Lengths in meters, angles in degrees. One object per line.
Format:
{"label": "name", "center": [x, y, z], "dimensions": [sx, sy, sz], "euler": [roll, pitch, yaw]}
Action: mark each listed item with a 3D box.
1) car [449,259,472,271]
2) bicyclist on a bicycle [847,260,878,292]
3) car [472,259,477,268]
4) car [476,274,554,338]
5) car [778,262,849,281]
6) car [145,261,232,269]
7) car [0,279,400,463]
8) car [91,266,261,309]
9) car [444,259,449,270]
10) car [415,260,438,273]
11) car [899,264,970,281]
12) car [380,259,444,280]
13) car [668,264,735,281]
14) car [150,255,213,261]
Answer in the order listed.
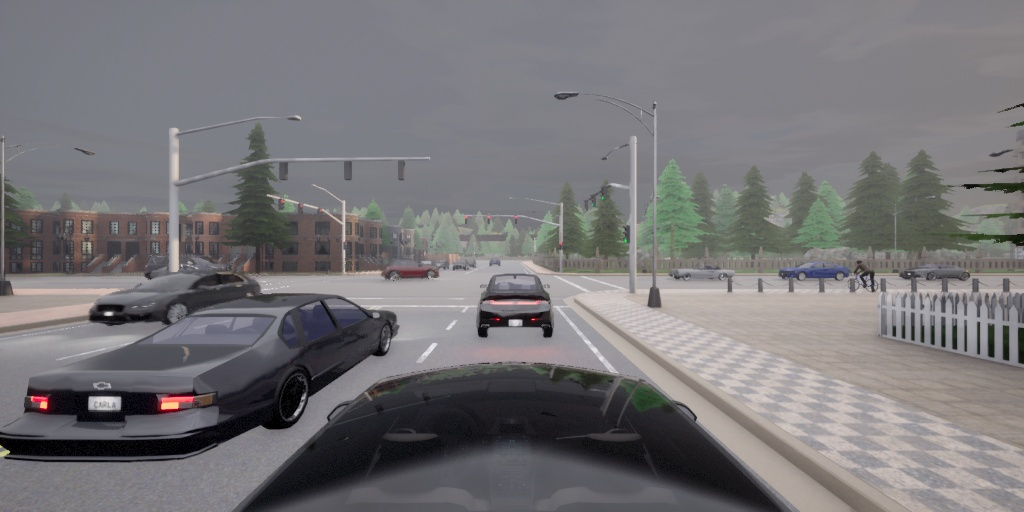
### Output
{"label": "car", "center": [-7.063, 1.254, 49.960], "dimensions": [1.837, 1.490, 4.892], "euler": [0, 0, 0]}
{"label": "bicyclist on a bicycle", "center": [18.260, 1.052, 18.693], "dimensions": [0.582, 1.620, 1.656], "euler": [0, 0, 0]}
{"label": "car", "center": [-7.021, 1.254, 59.944], "dimensions": [1.837, 1.490, 4.892], "euler": [0, 0, 0]}
{"label": "car", "center": [0.087, 1.241, 10.217], "dimensions": [2.128, 1.511, 4.902], "euler": [0, 0, 0]}
{"label": "car", "center": [24.872, 1.227, 29.664], "dimensions": [5.008, 1.535, 1.882], "euler": [0, 0, 0]}
{"label": "car", "center": [-20.157, 1.241, 22.924], "dimensions": [4.902, 1.511, 2.128], "euler": [0, 0, -1]}
{"label": "car", "center": [-3.434, 1.297, 5.552], "dimensions": [2.033, 1.411, 5.357], "euler": [0, 0, 1]}
{"label": "car", "center": [-10.512, 1.254, 11.760], "dimensions": [1.837, 1.490, 4.892], "euler": [1, 0, 0]}
{"label": "car", "center": [-10.554, 1.241, 53.651], "dimensions": [2.128, 1.511, 4.902], "euler": [0, 0, 0]}
{"label": "car", "center": [-10.557, 1.275, 44.543], "dimensions": [1.812, 1.442, 4.674], "euler": [0, 0, 0]}
{"label": "car", "center": [34.847, 1.314, 29.636], "dimensions": [4.181, 1.385, 1.994], "euler": [0, 0, 1]}
{"label": "car", "center": [-8.437, 1.102, 29.747], "dimensions": [4.553, 1.767, 2.097], "euler": [0, 0, -34]}
{"label": "car", "center": [15.581, 1.350, 29.681], "dimensions": [4.718, 1.301, 1.895], "euler": [0, 0, 0]}
{"label": "car", "center": [-23.556, 0.972, 26.378], "dimensions": [5.566, 2.045, 2.150], "euler": [0, 0, -1]}
